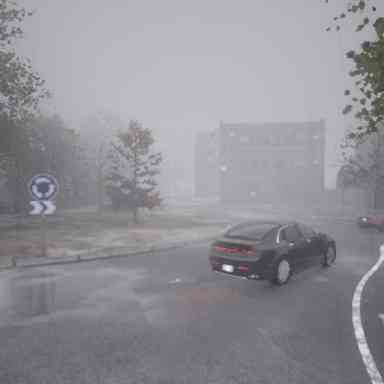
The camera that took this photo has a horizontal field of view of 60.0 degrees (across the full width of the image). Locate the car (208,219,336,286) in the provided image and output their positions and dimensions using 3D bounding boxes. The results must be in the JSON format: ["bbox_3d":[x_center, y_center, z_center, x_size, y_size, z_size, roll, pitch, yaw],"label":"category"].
[{"bbox_3d":[2.521,1.551,9.665,1.837,1.490,4.892,0,0,44],"label":"car"}]

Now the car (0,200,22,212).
[{"bbox_3d":[-22.672,1.671,38.954,4.892,1.490,1.837,2,-1,-31],"label":"car"}]

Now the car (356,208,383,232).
[{"bbox_3d":[12.364,1.675,20.412,4.181,1.385,1.994,1,0,-11],"label":"car"}]

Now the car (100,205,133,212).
[{"bbox_3d":[-9.125,1.821,41.506,4.718,1.301,1.895,0,0,16],"label":"car"}]
